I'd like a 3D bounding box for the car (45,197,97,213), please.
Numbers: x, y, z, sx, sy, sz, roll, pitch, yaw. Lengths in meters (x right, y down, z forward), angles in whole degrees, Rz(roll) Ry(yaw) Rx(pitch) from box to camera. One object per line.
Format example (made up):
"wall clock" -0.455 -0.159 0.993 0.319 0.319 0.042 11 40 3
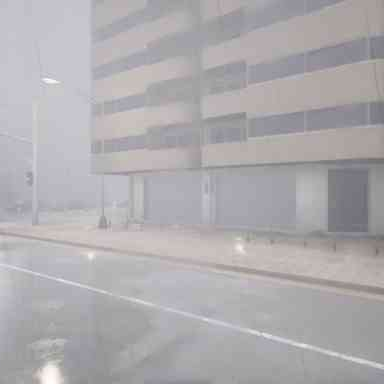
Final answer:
"car" -13.765 1.505 38.056 1.837 1.490 4.892 0 0 37

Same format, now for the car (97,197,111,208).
"car" -12.964 1.505 45.014 1.837 1.490 4.892 0 0 37

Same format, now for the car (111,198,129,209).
"car" -8.138 1.478 45.646 1.882 1.535 5.008 0 0 37

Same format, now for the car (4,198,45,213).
"car" -18.479 1.505 37.577 1.837 1.490 4.892 0 0 37
